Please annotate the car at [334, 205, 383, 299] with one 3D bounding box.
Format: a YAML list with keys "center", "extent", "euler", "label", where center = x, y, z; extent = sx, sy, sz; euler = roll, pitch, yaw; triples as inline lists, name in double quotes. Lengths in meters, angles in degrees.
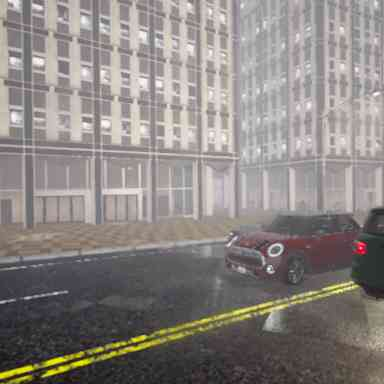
- center: [5.803, 1.269, 7.268]
  extent: [5.566, 2.045, 2.150]
  euler: [0, 0, -33]
  label: "car"

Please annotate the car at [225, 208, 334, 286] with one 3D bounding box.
- center: [3.135, 1.392, 9.622]
  extent: [4.553, 1.767, 2.097]
  euler: [0, 0, -33]
  label: "car"

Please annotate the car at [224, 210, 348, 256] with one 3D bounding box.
- center: [4.101, 1.601, 14.159]
  extent: [5.357, 1.411, 2.033]
  euler: [0, 0, -33]
  label: "car"
